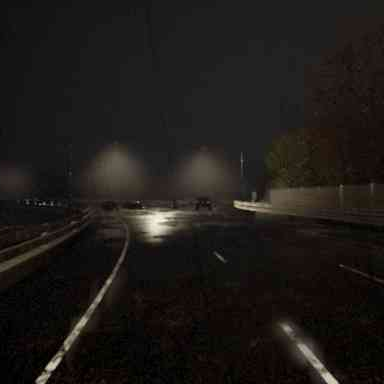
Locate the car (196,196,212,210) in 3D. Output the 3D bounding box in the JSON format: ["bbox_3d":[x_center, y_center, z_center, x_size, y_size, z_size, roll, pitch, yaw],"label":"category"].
[{"bbox_3d":[1.871,1.654,50.830,2.150,2.045,5.566,-1,0,6],"label":"car"}]

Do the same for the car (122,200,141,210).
[{"bbox_3d":[-9.127,1.978,50.265,2.128,1.511,4.902,0,-1,-27],"label":"car"}]

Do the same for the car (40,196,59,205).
[{"bbox_3d":[-36.266,2.473,83.770,4.181,1.385,1.994,-1,-1,38],"label":"car"}]

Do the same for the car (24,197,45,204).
[{"bbox_3d":[-38.395,2.455,80.984,4.181,1.385,1.994,-1,-1,38],"label":"car"}]

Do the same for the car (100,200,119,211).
[{"bbox_3d":[-12.056,1.992,48.337,1.837,1.490,4.892,1,-1,-27],"label":"car"}]

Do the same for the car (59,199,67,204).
[{"bbox_3d":[-34.519,2.488,86.853,4.181,1.385,1.994,-1,-1,38],"label":"car"}]
